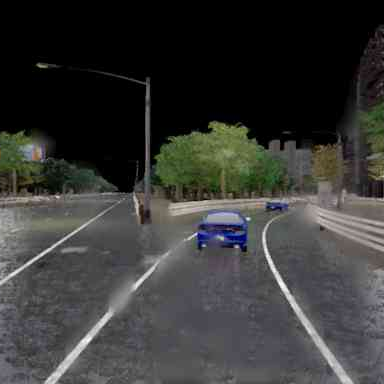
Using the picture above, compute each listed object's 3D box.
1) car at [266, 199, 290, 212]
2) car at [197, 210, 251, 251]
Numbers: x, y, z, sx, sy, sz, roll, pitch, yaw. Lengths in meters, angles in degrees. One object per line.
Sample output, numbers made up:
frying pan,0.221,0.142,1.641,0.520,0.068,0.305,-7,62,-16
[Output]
car,10.194,1.547,39.318,1.882,1.535,5.008,0,0,28
car,1.448,1.509,14.256,1.882,1.535,5.008,0,0,10
